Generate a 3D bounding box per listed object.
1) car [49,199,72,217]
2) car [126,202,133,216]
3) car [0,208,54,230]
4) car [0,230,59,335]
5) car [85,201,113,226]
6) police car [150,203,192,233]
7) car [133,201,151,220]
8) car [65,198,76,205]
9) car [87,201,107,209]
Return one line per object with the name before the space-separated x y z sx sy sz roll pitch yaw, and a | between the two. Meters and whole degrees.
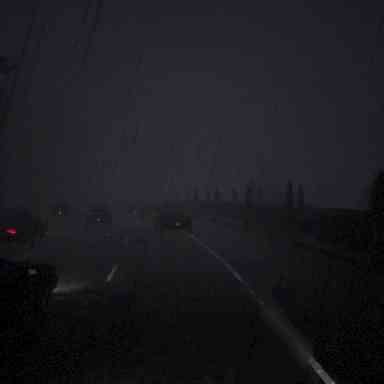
car | -14.082 1.848 35.550 1.837 1.490 4.892 0 -1 -21
car | -6.295 1.847 37.920 1.837 1.490 4.892 0 -1 -21
car | -8.520 1.710 16.144 2.033 1.411 5.357 0 -1 -10
car | -3.670 1.599 4.739 2.033 1.411 5.357 0 -1 -3
car | -7.096 1.729 25.472 2.128 1.511 4.902 0 -1 -14
police car | -1.307 1.611 21.198 1.930 1.638 5.238 0 0 -12
car | -4.098 1.761 31.706 1.882 1.535 5.008 0 -1 -18
car | -25.312 2.005 68.176 1.837 1.490 4.892 0 -1 -41
car | -15.671 2.112 54.786 1.895 1.301 4.718 0 -1 -32
